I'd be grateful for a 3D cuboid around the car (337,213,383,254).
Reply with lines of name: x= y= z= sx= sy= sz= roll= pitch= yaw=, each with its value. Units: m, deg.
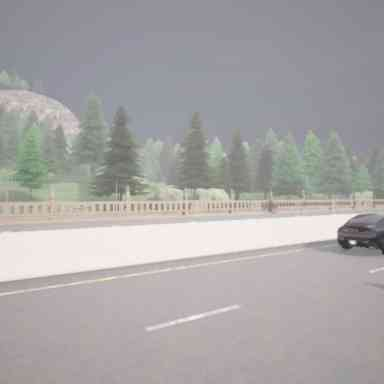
car: x=8.000 y=1.644 z=13.864 sx=4.892 sy=1.490 sz=1.837 roll=0 pitch=0 yaw=-35
